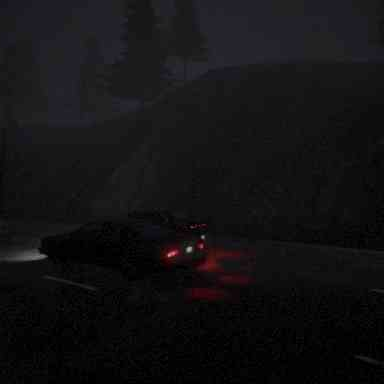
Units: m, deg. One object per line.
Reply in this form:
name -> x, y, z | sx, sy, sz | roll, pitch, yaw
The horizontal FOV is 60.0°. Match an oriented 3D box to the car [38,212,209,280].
car -> -2.168, 1.468, 9.653 | 5.357, 1.411, 2.033 | 0, 1, 33

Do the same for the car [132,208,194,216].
car -> -1.673, 1.397, 13.460 | 4.892, 1.490, 1.837 | 0, 0, 33
